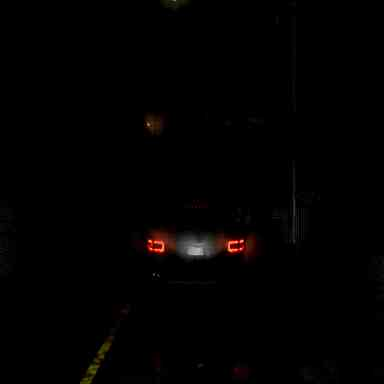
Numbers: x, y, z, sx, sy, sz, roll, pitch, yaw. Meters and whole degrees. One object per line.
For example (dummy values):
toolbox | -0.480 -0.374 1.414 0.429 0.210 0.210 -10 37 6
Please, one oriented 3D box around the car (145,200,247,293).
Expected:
car | 0.079 1.222 9.021 2.150 2.045 5.566 0 0 0

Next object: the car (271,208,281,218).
car | 9.049 1.588 27.643 4.718 1.301 1.895 0 0 -10
